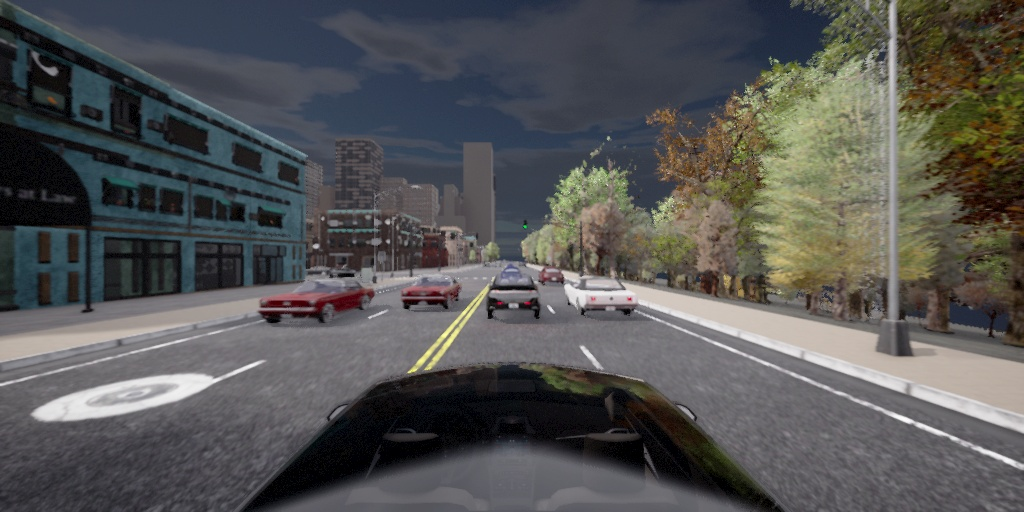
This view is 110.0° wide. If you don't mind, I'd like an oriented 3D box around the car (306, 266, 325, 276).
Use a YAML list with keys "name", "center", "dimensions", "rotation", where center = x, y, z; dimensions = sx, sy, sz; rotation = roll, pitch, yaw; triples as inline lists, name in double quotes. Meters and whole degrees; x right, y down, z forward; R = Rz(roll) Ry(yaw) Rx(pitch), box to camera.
- name: "car"
  center: [-28.517, 2.204, 52.703]
  dimensions: [4.403, 1.370, 2.007]
  rotation: [0, 0, 0]

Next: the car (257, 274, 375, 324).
- name: "car"
  center: [-6.647, 1.490, 12.780]
  dimensions: [1.895, 1.301, 4.718]
  rotation: [0, -1, 0]

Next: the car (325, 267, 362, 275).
- name: "car"
  center: [-20.144, 2.099, 44.231]
  dimensions: [4.313, 1.339, 1.948]
  rotation: [0, 0, 0]

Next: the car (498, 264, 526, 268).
- name: "car"
  center: [-0.028, 1.618, 29.841]
  dimensions: [1.812, 1.442, 4.674]
  rotation: [0, -1, 0]

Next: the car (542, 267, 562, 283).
- name: "car"
  center: [3.222, 1.616, 29.815]
  dimensions: [1.812, 1.442, 4.674]
  rotation: [0, -1, 0]

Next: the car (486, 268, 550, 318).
- name: "car"
  center: [0.046, 1.387, 13.736]
  dimensions: [2.128, 1.511, 4.902]
  rotation: [0, -1, 0]

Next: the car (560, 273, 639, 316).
- name: "car"
  center: [3.296, 1.501, 14.228]
  dimensions: [1.895, 1.301, 4.718]
  rotation: [0, -1, 0]

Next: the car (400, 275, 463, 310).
- name: "car"
  center: [-3.410, 1.526, 15.929]
  dimensions: [1.895, 1.301, 4.718]
  rotation: [0, -1, 0]
